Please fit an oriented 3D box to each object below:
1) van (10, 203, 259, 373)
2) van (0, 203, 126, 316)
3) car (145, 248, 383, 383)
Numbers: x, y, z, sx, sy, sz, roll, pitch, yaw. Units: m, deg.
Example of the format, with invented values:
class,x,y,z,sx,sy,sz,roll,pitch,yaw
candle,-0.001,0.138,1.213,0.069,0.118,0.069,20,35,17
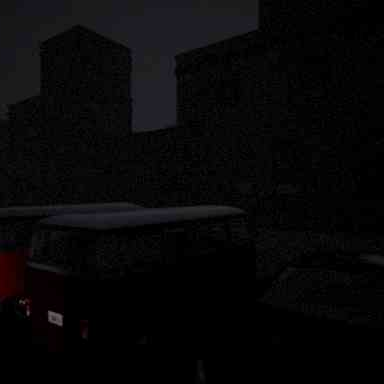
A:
class,x,y,z,sx,sy,sz,roll,pitch,yaw
van,-0.389,1.260,5.779,1.878,1.987,4.442,0,0,36
van,-2.650,1.264,7.395,1.878,1.987,4.442,0,0,36
car,1.807,1.521,4.070,2.002,1.452,4.674,0,0,36
